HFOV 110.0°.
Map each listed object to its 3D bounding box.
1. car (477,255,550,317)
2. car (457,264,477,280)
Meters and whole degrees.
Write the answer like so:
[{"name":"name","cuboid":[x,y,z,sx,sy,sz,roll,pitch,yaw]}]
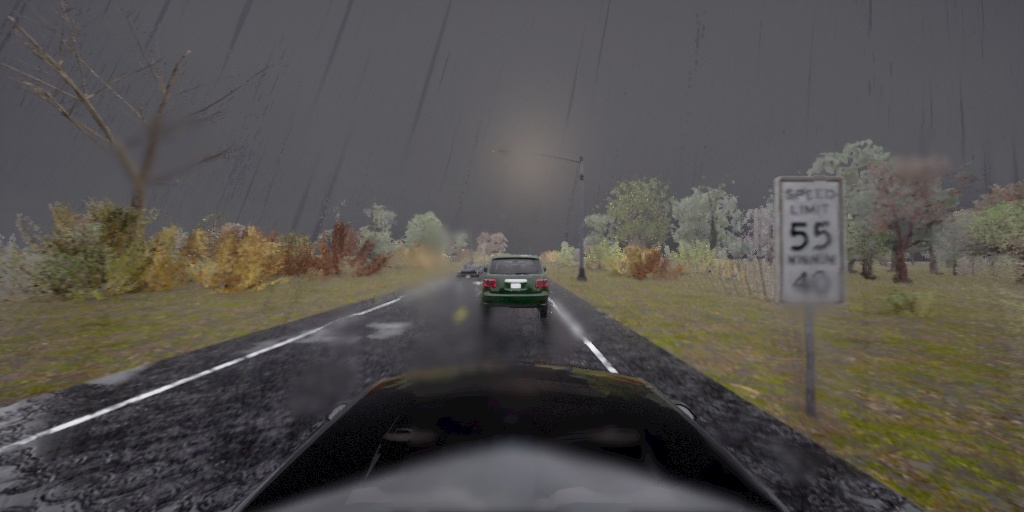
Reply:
[{"name":"car","cuboid":[0.121,0.977,13.282,2.150,2.045,5.566,0,0,0]},{"name":"car","cuboid":[-3.496,1.365,30.980,1.895,1.301,4.718,0,0,0]}]
